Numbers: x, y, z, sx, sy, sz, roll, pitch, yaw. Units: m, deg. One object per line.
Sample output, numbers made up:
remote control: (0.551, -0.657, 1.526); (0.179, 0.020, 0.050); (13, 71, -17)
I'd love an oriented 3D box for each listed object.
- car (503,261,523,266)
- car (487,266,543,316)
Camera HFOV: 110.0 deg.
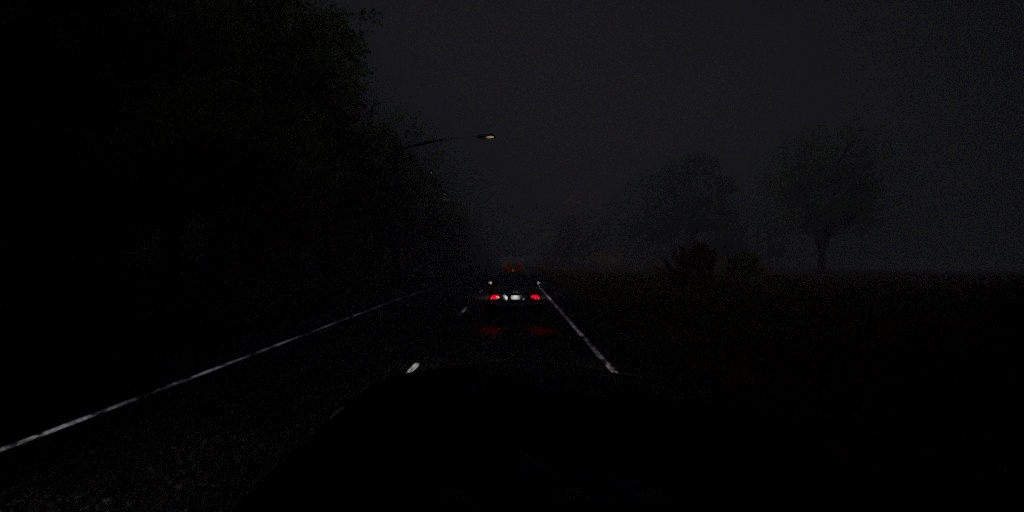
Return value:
car: (0.096, 1.189, 35.931); (1.882, 1.535, 5.008); (0, 0, 0)
car: (0.096, 1.284, 13.229); (2.033, 1.411, 5.357); (0, 0, 0)
